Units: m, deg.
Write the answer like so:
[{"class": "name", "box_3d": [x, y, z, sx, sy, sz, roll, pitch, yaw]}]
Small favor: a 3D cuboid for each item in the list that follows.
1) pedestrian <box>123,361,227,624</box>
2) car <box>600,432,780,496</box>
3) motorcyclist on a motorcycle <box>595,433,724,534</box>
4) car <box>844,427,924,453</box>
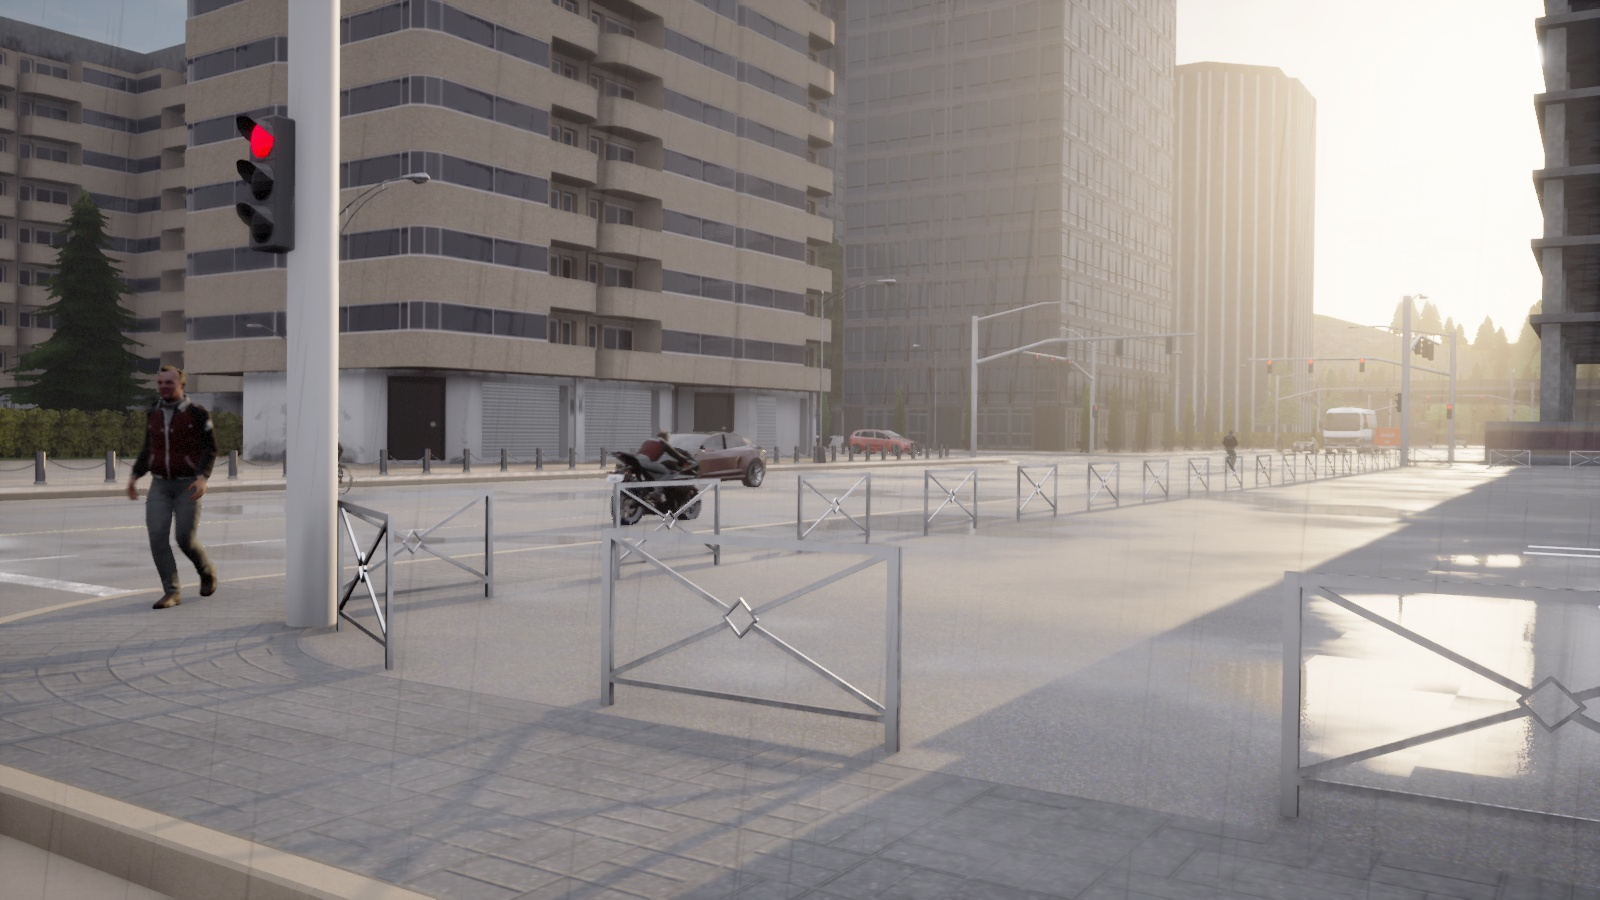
[{"class": "pedestrian", "box_3d": [-4.578, 0.295, 9.227, 0.376, 1.854, 0.720, 0, 1, 0]}, {"class": "car", "box_3d": [-2.737, 0.300, 32.476, 2.163, 1.488, 4.792, 0, 1, 33]}, {"class": "motorcyclist on a motorcycle", "box_3d": [-2.237, 0.502, 20.269, 0.866, 1.530, 2.191, 0, 1, 33]}, {"class": "car", "box_3d": [5.380, -0.658, 80.848, 4.611, 1.667, 2.242, 0, 1, 32]}]
